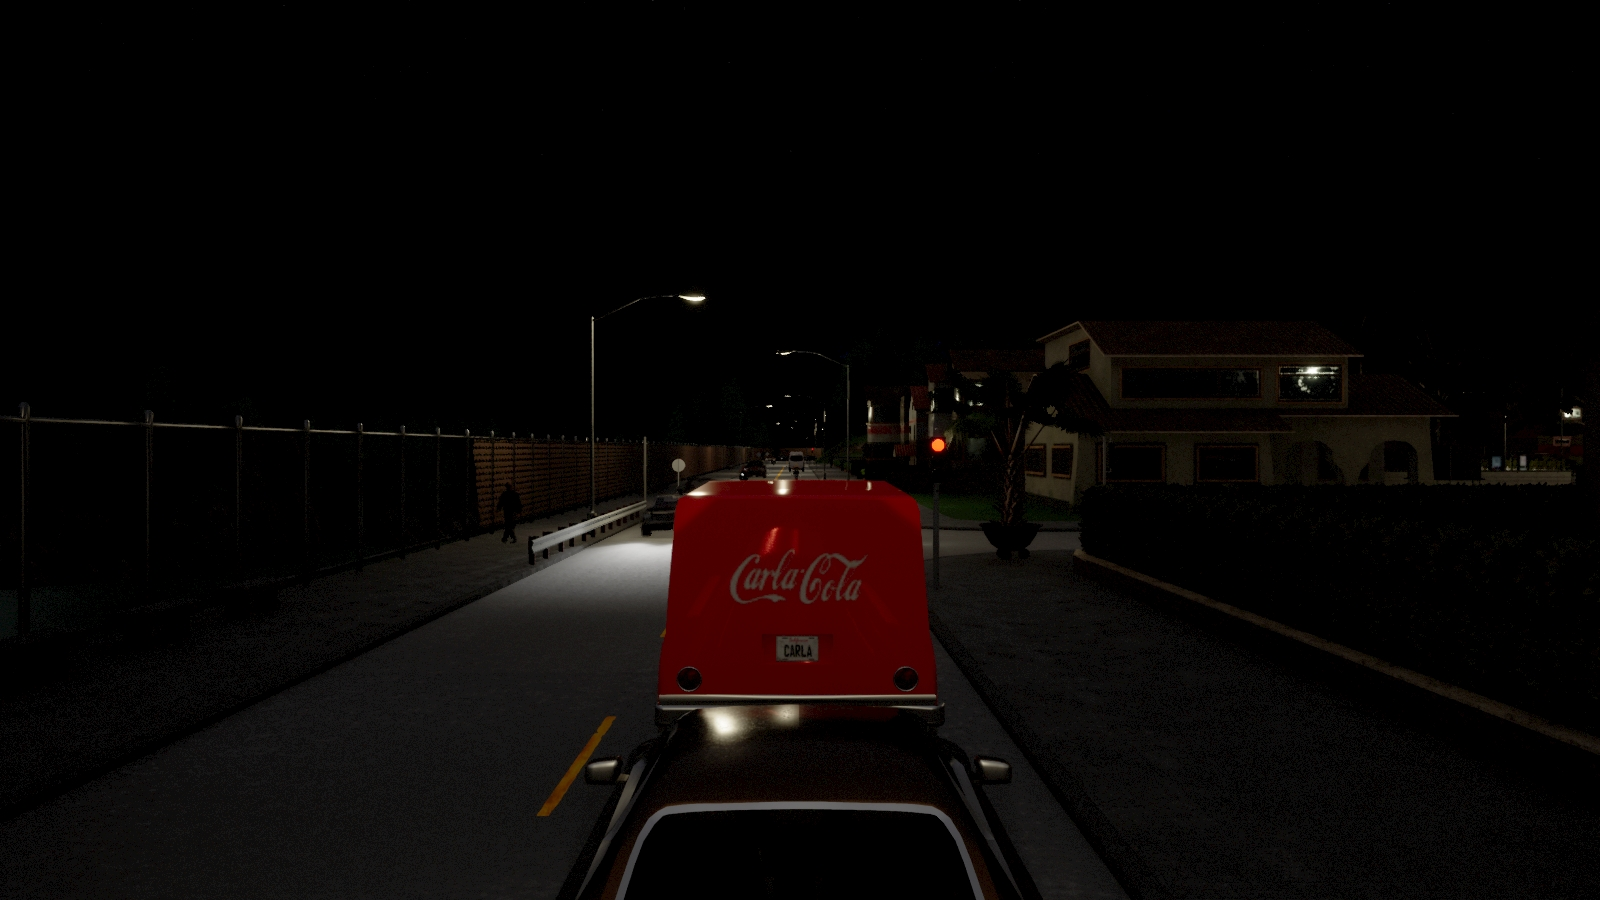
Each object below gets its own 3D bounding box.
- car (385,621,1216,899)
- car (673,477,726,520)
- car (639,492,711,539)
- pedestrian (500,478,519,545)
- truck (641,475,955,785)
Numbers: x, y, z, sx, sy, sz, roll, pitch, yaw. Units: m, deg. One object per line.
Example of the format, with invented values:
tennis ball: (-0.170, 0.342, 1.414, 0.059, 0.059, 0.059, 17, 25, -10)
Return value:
car: (-0.006, 1.989, 5.238, 2.152, 1.651, 5.027, 0, 0, 0)
car: (-4.134, 1.983, 47.567, 1.851, 1.617, 3.988, 0, 0, 0)
car: (-4.107, 2.141, 38.225, 1.895, 1.301, 4.718, 0, 0, 0)
pedestrian: (-8.164, 1.733, 32.122, 0.375, 1.860, 0.375, 0, 0, 12)
truck: (-0.025, 1.564, 12.158, 2.627, 2.467, 5.204, 0, 0, 0)
